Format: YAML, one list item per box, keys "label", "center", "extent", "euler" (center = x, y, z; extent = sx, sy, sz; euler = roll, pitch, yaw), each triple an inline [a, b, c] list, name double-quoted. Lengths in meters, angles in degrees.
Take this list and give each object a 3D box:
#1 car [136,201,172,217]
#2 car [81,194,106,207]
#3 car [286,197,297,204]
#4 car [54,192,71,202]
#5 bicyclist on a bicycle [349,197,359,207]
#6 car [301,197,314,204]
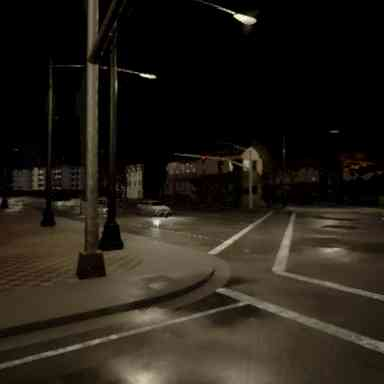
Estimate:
- label: "car"
  center: [-3.689, 1.547, 31.534]
  extent: [1.812, 1.442, 4.674]
  euler: [0, 0, -36]
- label: "car"
  center: [-13.235, 1.101, 44.710]
  extent: [2.097, 1.767, 4.553]
  euler: [0, 1, -36]
- label: "car"
  center: [22.204, 1.821, 74.523]
  extent: [2.128, 1.511, 4.902]
  euler: [0, 0, 9]
- label: "car"
  center: [-22.432, 0.826, 57.470]
  extent: [1.882, 1.535, 5.008]
  euler: [0, 1, -35]
- label: "bicyclist on a bicycle"
  center: [26.550, 1.626, 54.530]
  extent: [1.656, 1.620, 0.582]
  euler: [0, 0, 9]
- label: "car"
  center: [25.662, 1.851, 73.981]
  extent: [2.033, 1.411, 5.357]
  euler: [0, 0, 9]
